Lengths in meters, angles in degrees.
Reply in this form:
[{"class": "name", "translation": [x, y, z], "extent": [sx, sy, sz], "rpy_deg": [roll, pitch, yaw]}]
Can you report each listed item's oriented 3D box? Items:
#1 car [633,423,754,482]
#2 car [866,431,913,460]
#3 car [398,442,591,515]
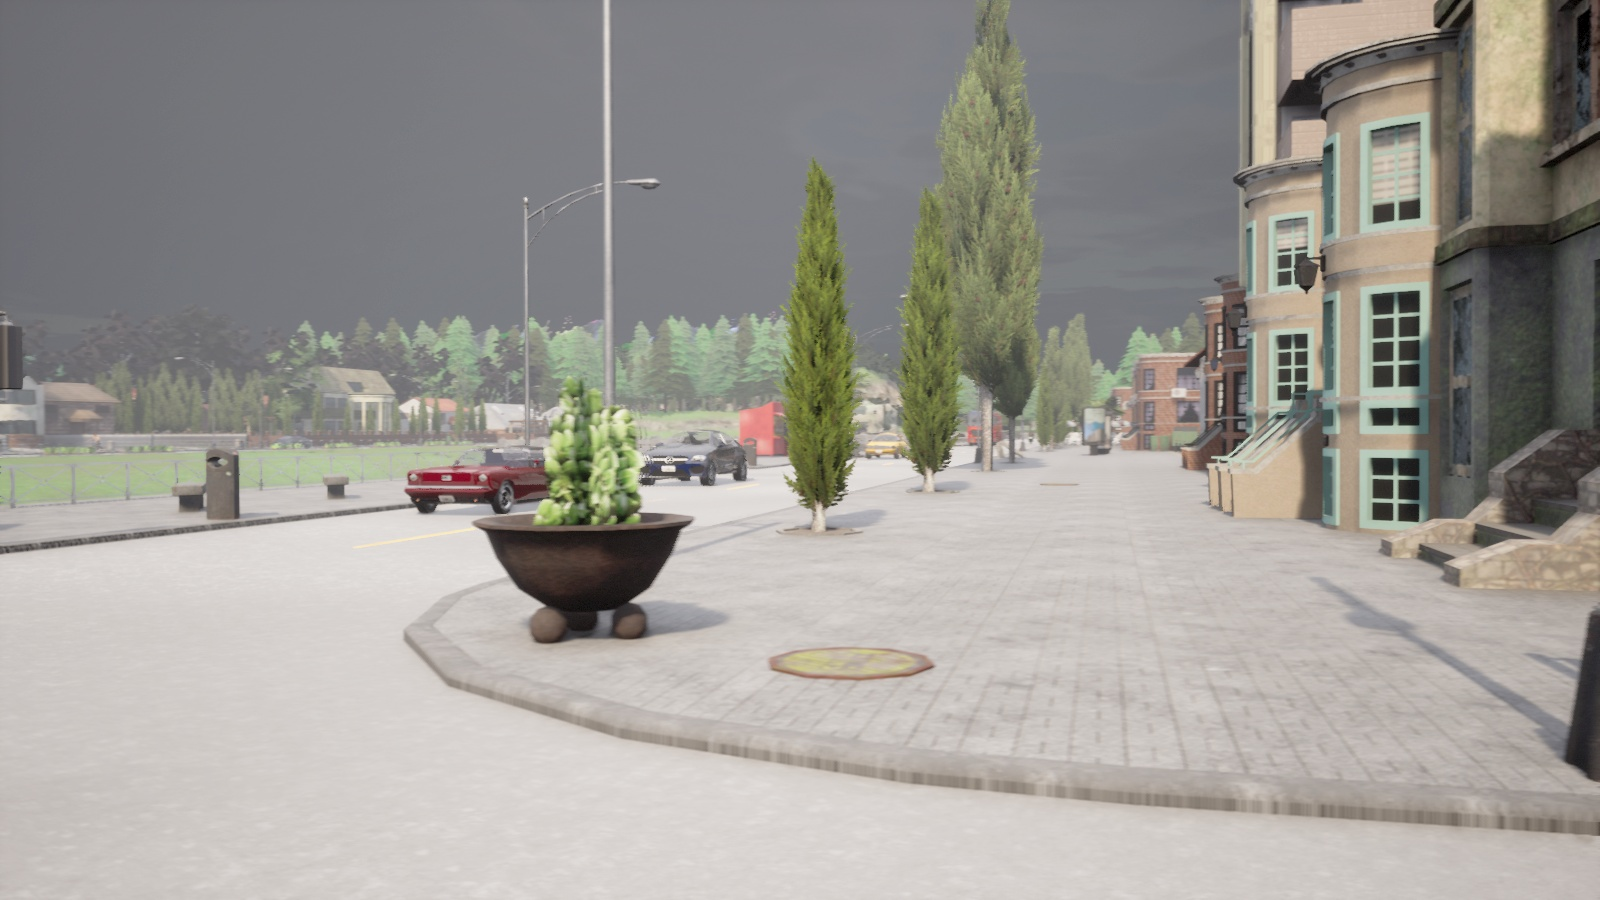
[{"class": "car", "translation": [-3.109, 0.025, 37.949], "extent": [2.152, 1.651, 5.027], "rpy_deg": [0, 1, 14]}, {"class": "car", "translation": [5.131, -0.283, 71.425], "extent": [1.801, 1.575, 5.366], "rpy_deg": [0, 1, 14]}, {"class": "car", "translation": [-6.109, 0.517, 25.776], "extent": [1.895, 1.301, 4.718], "rpy_deg": [0, 1, 14]}]
